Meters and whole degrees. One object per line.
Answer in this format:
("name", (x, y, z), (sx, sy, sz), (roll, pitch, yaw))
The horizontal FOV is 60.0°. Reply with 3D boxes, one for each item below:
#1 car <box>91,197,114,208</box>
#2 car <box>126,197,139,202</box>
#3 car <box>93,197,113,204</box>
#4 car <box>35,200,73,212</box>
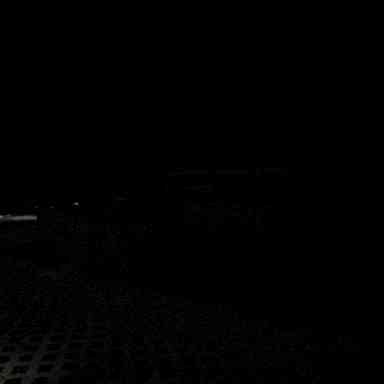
("car", (-13.196, 1.500, 49.517), (2.033, 1.411, 5.357), (0, 0, 0))
("car", (-10.587, 1.546, 59.697), (2.033, 1.411, 5.357), (0, 0, -2))
("car", (-10.425, 1.516, 39.399), (1.994, 1.385, 4.181), (0, 0, 2))
("car", (-13.644, 1.515, 33.159), (1.895, 1.301, 4.718), (0, 0, 3))
